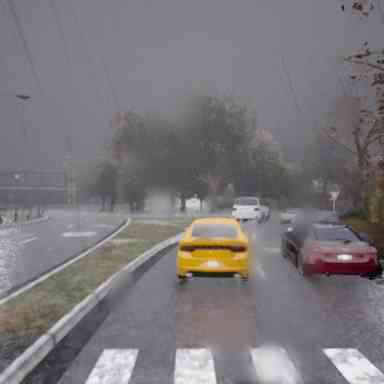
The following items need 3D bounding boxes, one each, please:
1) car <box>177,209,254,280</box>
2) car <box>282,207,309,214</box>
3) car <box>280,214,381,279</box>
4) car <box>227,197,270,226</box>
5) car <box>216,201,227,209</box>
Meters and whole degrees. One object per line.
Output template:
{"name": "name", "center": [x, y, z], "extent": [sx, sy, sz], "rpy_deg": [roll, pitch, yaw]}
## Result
{"name": "car", "center": [0.735, 1.526, 10.197], "extent": [1.882, 1.535, 5.008], "rpy_deg": [0, 0, 6]}
{"name": "car", "center": [7.789, 1.782, 24.932], "extent": [1.895, 1.301, 4.718], "rpy_deg": [-1, -1, 21]}
{"name": "car", "center": [4.014, 1.603, 10.274], "extent": [1.994, 1.385, 4.181], "rpy_deg": [0, 0, 6]}
{"name": "car", "center": [4.671, 1.439, 25.872], "extent": [2.150, 2.045, 5.566], "rpy_deg": [-1, -1, 21]}
{"name": "car", "center": [8.126, 2.949, 72.962], "extent": [5.566, 2.045, 2.150], "rpy_deg": [-1, -2, 21]}
